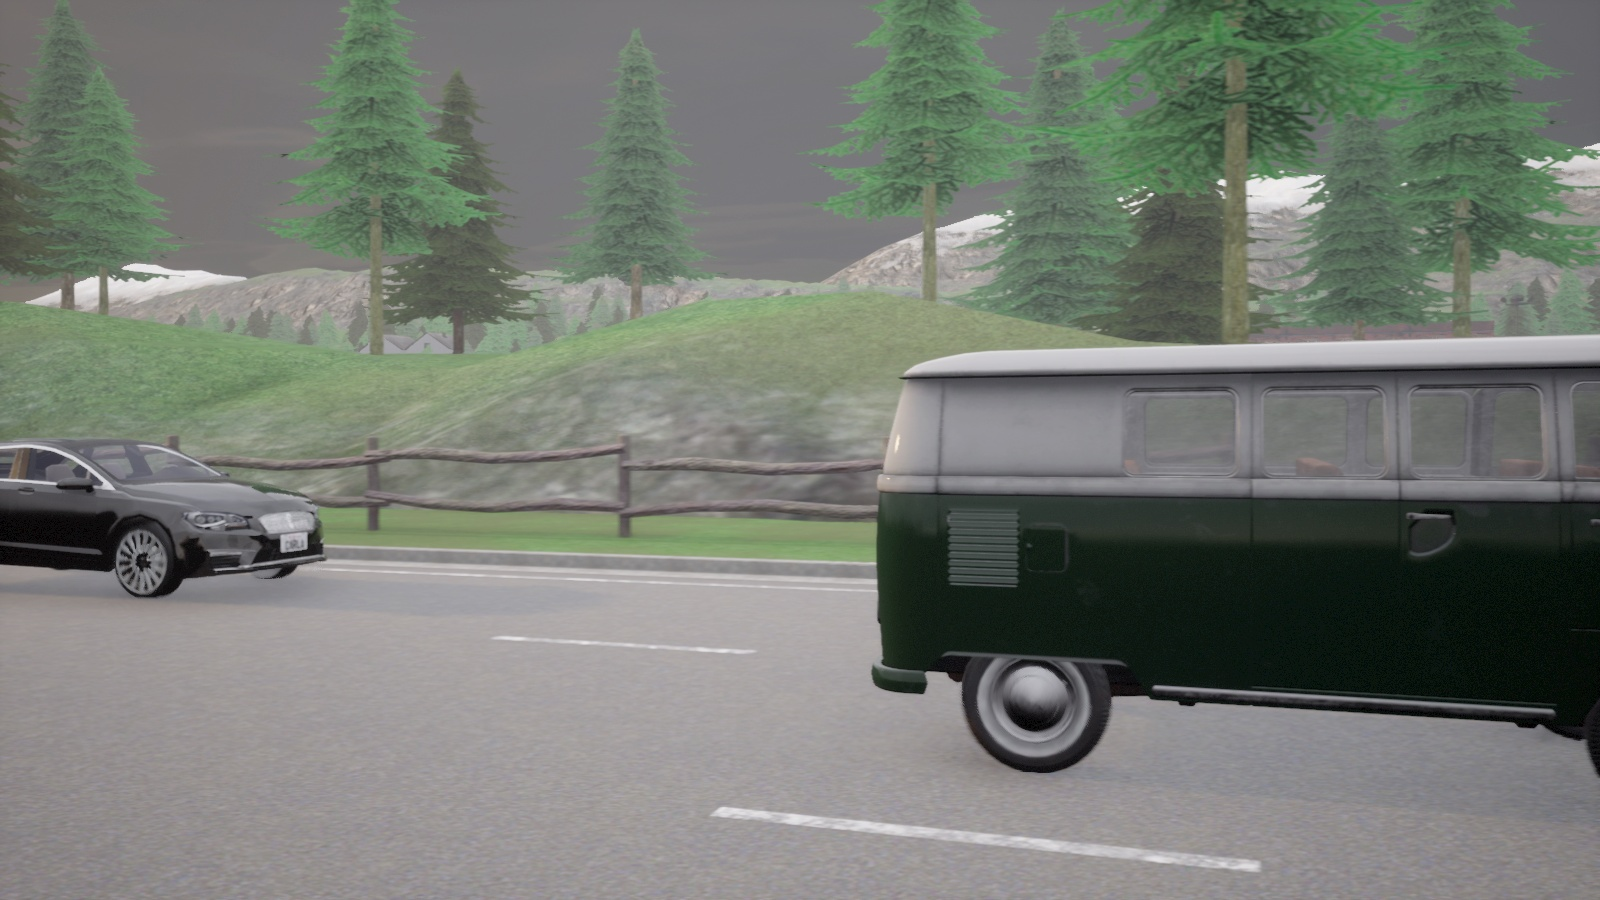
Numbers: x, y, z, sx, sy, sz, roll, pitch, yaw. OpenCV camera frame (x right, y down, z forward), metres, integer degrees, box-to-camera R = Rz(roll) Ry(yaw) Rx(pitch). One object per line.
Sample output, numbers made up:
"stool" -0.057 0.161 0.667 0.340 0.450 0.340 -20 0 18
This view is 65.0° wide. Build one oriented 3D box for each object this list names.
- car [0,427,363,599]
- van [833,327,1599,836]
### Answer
"car" -7.269 0.530 13.023 4.902 1.511 2.128 1 1 19
"van" 2.550 0.492 6.024 4.442 1.987 1.775 1 1 19
